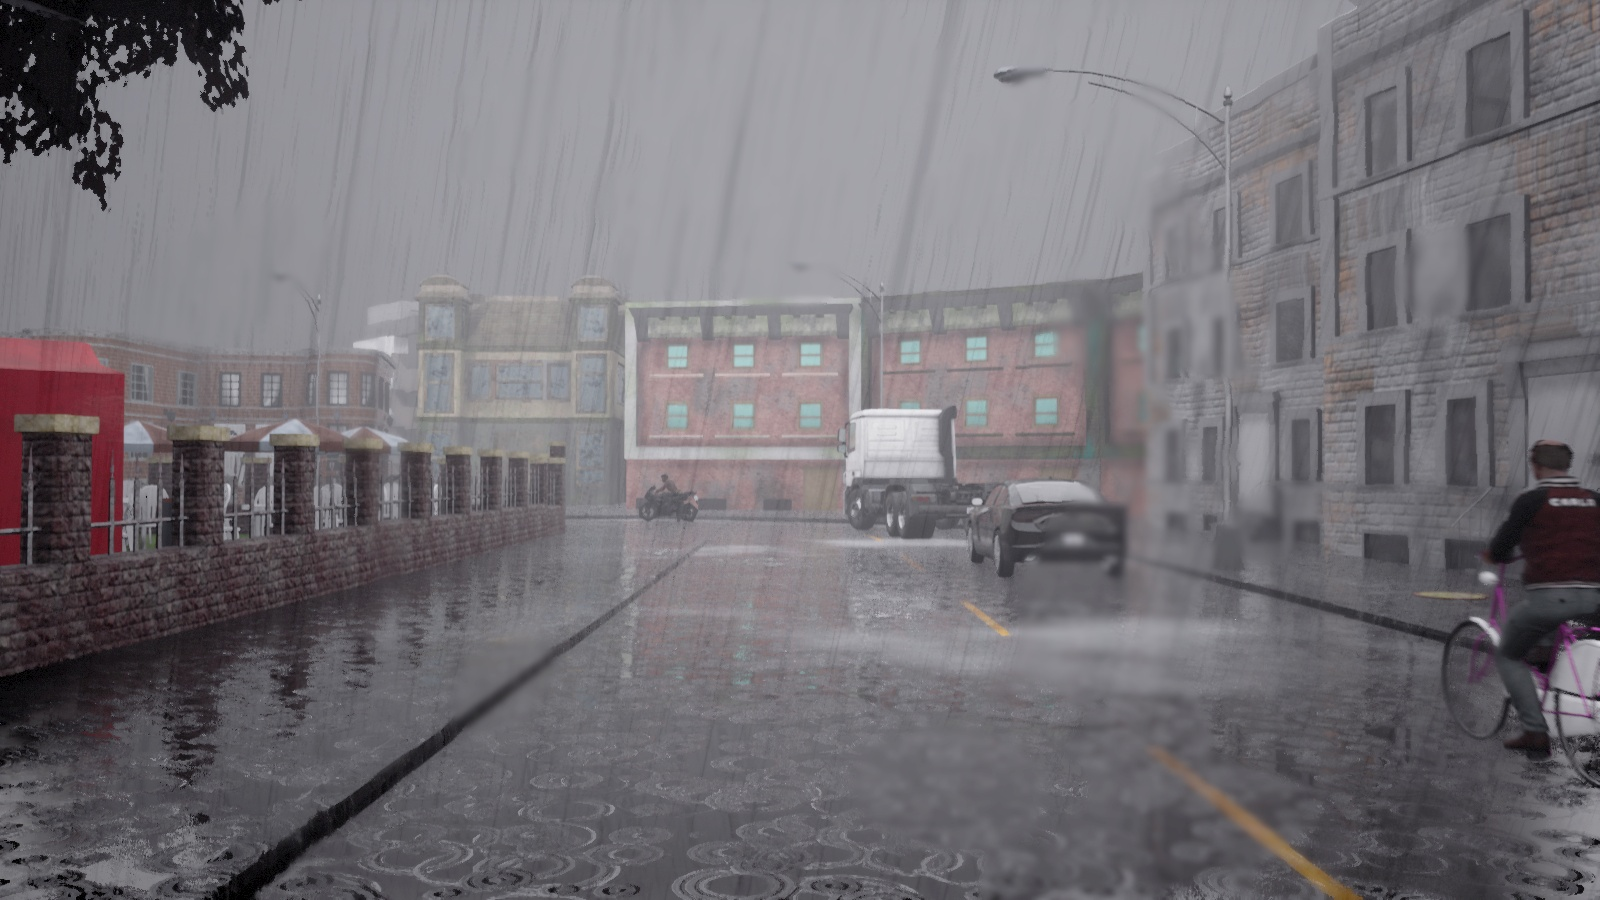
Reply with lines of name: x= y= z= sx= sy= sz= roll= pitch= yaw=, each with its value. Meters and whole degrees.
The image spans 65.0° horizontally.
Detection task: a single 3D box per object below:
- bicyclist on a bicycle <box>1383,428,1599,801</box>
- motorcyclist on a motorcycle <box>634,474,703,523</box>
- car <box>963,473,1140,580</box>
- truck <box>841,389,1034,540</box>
bicyclist on a bicycle: x=3.980 y=0.797 z=6.919 sx=0.659 sy=1.776 sz=1.843 roll=0 pitch=-1 yaw=0
motorcyclist on a motorcycle: x=-4.164 y=1.538 z=39.784 sx=2.044 sy=1.523 sz=0.797 roll=-1 pitch=-1 yaw=17
car: x=3.943 y=1.152 z=20.607 sx=1.882 sy=1.535 sz=5.008 roll=0 pitch=-1 yaw=0
truck: x=3.312 y=0.417 z=32.899 sx=2.891 sy=3.462 sz=7.936 roll=0 pitch=-1 yaw=-10
